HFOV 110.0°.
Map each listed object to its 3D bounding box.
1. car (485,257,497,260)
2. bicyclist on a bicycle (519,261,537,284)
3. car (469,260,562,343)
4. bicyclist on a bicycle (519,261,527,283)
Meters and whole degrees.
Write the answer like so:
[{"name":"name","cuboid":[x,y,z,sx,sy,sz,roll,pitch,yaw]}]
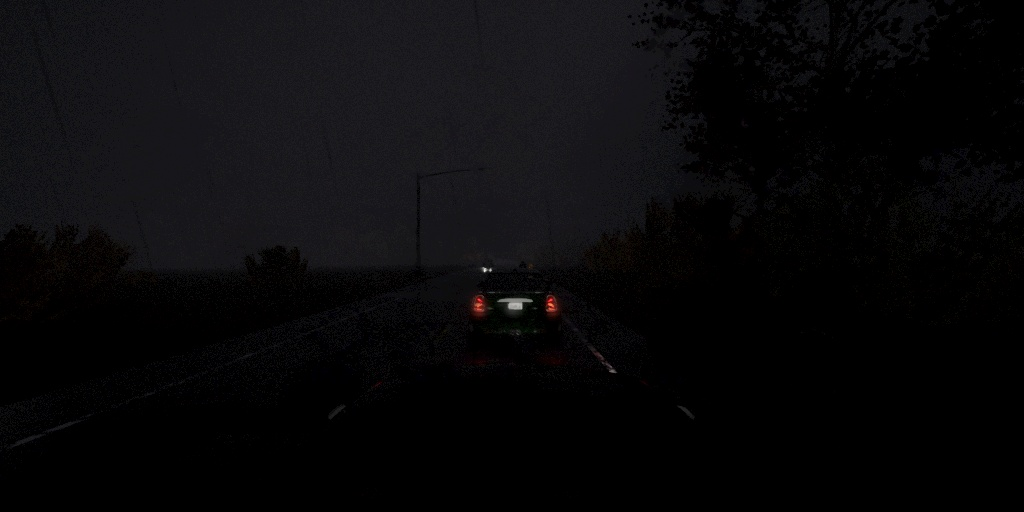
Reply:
[{"name":"car","cuboid":[-4.118,1.225,62.404,2.128,1.511,4.902,0,0,-1]},{"name":"bicyclist on a bicycle","cuboid":[0.893,1.181,17.207,0.866,1.612,1.509,0,0,0]},{"name":"car","cuboid":[0.067,1.099,9.862,2.097,1.767,4.553,0,0,0]},{"name":"bicyclist on a bicycle","cuboid":[0.824,1.193,27.323,0.582,1.620,1.656,0,0,0]}]
